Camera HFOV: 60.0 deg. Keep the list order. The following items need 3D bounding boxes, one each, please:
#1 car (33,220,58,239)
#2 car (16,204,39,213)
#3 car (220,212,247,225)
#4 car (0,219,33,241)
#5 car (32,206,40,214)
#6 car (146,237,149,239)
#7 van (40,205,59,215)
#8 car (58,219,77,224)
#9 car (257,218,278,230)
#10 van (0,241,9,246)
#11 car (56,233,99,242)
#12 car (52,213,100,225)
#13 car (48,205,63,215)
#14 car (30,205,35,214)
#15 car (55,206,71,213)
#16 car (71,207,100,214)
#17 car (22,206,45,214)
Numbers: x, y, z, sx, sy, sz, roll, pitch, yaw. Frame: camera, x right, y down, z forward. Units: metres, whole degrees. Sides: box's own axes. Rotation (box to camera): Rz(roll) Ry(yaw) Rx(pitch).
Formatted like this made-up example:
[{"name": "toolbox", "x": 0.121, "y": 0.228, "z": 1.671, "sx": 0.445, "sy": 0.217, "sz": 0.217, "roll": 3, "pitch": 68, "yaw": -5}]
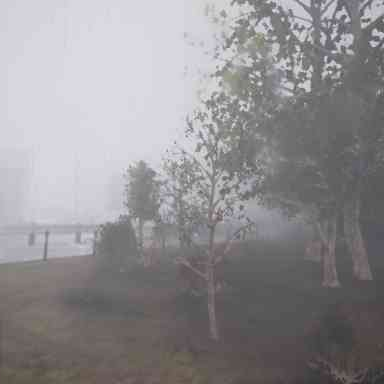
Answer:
[{"name": "car", "x": -18.715, "y": 4.172, "z": 37.975, "sx": 5.566, "sy": 2.045, "sz": 2.435, "roll": 0, "pitch": 0, "yaw": 17}, {"name": "car", "x": -38.406, "y": 3.793, "z": 77.841, "sx": 2.185, "sy": 1.767, "sz": 4.553, "roll": 1, "pitch": 1, "yaw": 19}, {"name": "car", "x": 6.367, "y": 4.237, "z": 53.271, "sx": 2.150, "sy": 2.045, "sz": 5.566, "roll": 0, "pitch": -1, "yaw": -32}, {"name": "car", "x": -20.501, "y": 4.172, "z": 35.616, "sx": 5.566, "sy": 2.045, "sz": 2.435, "roll": 0, "pitch": 0, "yaw": 17}, {"name": "car", "x": -31.378, "y": 4.031, "z": 72.191, "sx": 2.097, "sy": 1.535, "sz": 5.008, "roll": 1, "pitch": 1, "yaw": 19}, {"name": "car", "x": -3.484, "y": 4.672, "z": 30.035, "sx": 4.792, "sy": 1.488, "sz": 2.163, "roll": 2, "pitch": 1, "yaw": 17}, {"name": "van", "x": -29.070, "y": 3.845, "z": 70.197, "sx": 1.878, "sy": 1.987, "sz": 4.442, "roll": 1, "pitch": 1, "yaw": 19}, {"name": "car", "x": -16.933, "y": 4.452, "z": 40.346, "sx": 4.792, "sy": 1.488, "sz": 2.163, "roll": 0, "pitch": 0, "yaw": 17}, {"name": "car", "x": 9.788, "y": 4.222, "z": 43.837, "sx": 1.837, "sy": 1.490, "sz": 4.892, "roll": 1, "pitch": -3, "yaw": -4}, {"name": "van", "x": -10.684, "y": 4.420, "z": 20.353, "sx": 4.442, "sy": 1.987, "sz": 1.878, "roll": 1, "pitch": 1, "yaw": 17}, {"name": "car", "x": -7.179, "y": 4.390, "z": 25.201, "sx": 5.566, "sy": 2.045, "sz": 2.435, "roll": 1, "pitch": 1, "yaw": 17}, {"name": "car", "x": -15.203, "y": 4.172, "z": 42.696, "sx": 5.566, "sy": 2.045, "sz": 2.435, "roll": 0, "pitch": 0, "yaw": 17}, {"name": "car", "x": -26.693, "y": 4.147, "z": 68.439, "sx": 2.002, "sy": 1.452, "sz": 4.674, "roll": 0, "pitch": 1, "yaw": 18}, {"name": "car", "x": -33.749, "y": 3.868, "z": 74.031, "sx": 2.185, "sy": 1.767, "sz": 4.553, "roll": 0, "pitch": 1, "yaw": 19}, {"name": "car", "x": -24.279, "y": 4.139, "z": 66.748, "sx": 1.946, "sy": 1.575, "sz": 5.366, "roll": 0, "pitch": 1, "yaw": 18}, {"name": "car", "x": -19.630, "y": 3.970, "z": 62.802, "sx": 2.435, "sy": 2.045, "sz": 5.566, "roll": 1, "pitch": 1, "yaw": 18}, {"name": "car", "x": -36.079, "y": 3.996, "z": 75.937, "sx": 2.002, "sy": 1.452, "sz": 4.674, "roll": 0, "pitch": 1, "yaw": 19}]
